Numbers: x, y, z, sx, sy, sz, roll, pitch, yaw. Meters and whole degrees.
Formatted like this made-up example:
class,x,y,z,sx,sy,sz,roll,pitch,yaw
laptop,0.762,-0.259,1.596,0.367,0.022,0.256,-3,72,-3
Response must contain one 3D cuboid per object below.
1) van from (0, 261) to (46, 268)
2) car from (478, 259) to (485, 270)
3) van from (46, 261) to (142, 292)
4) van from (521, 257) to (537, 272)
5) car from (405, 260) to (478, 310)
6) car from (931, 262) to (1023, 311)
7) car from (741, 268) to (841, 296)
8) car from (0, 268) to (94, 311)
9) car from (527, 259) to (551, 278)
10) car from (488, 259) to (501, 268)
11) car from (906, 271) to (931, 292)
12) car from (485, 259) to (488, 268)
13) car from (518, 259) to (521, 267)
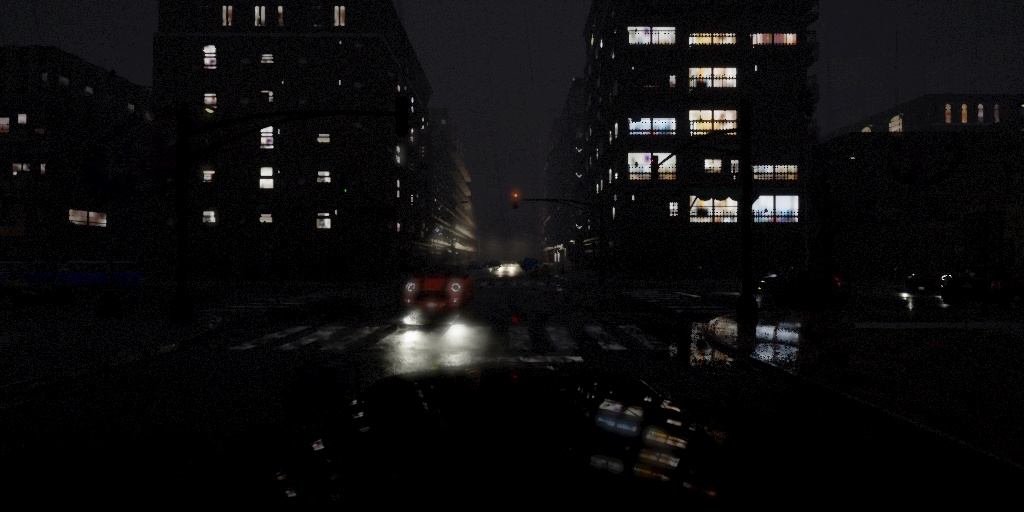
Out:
class,x,y,z,sx,sy,sz,roll,pitch,yaw
van,-30.447,1.200,21.674,3.998,1.789,1.690,0,0,1
car,-5.430,1.363,52.977,1.802,1.307,4.207,0,0,0
van,-24.852,1.189,21.600,3.998,1.789,1.690,0,0,1
van,2.495,1.116,47.400,1.690,1.789,3.998,0,0,0
car,-2.779,1.104,14.573,2.097,1.767,4.553,0,0,0
car,18.663,1.102,13.140,4.097,1.591,1.967,0,0,1
car,14.355,1.304,18.623,4.181,1.385,1.994,0,-1,1
car,-19.364,1.289,13.646,4.403,1.370,2.007,0,0,1
car,2.624,1.287,33.567,1.751,1.417,4.829,0,0,0
car,-2.881,1.260,59.761,1.994,1.385,4.181,0,0,0
car,23.387,1.073,18.503,4.553,1.767,2.097,0,-1,1
car,-5.443,1.314,58.465,1.751,1.417,4.829,0,0,0
car,2.450,1.096,53.054,2.192,1.841,5.009,0,0,0
